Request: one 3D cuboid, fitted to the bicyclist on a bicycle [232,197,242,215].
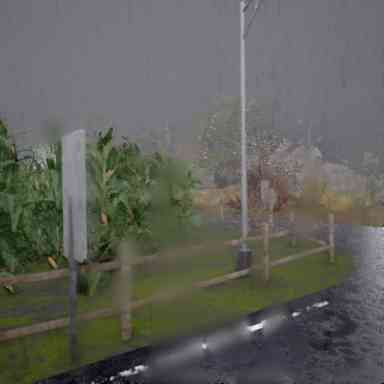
[{"bbox_3d":[4.285,1.291,30.244,1.656,1.620,0.582,-1,0,-35],"label":"bicyclist on a bicycle"}]
